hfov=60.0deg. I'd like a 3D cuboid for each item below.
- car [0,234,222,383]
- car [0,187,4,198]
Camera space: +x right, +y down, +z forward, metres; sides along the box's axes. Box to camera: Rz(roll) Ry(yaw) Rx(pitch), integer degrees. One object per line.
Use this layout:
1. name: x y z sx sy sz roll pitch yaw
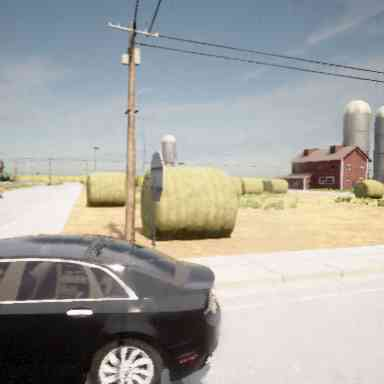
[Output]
1. car: -2.092 1.317 4.007 4.892 1.490 1.837 2 3 -5
2. car: -20.313 -0.068 33.230 1.882 1.535 5.008 0 2 -17
